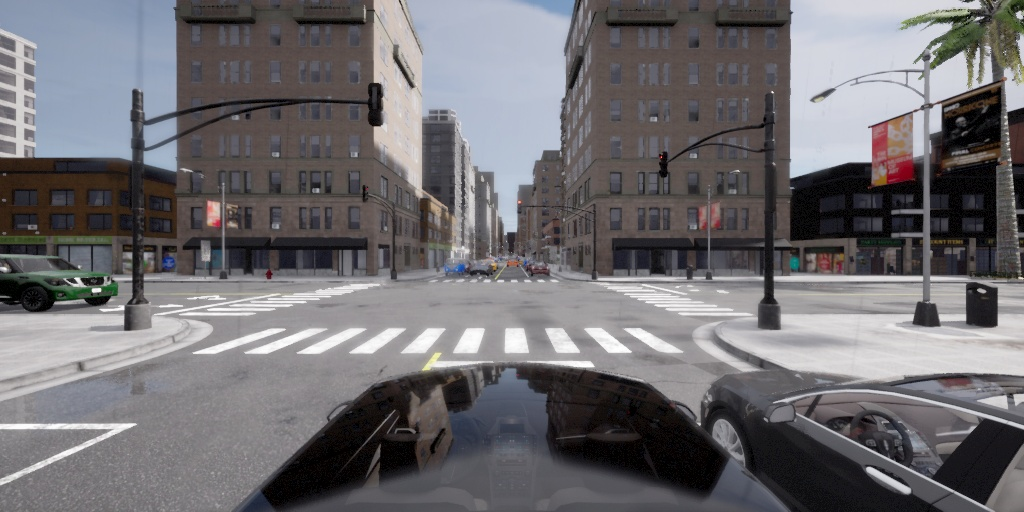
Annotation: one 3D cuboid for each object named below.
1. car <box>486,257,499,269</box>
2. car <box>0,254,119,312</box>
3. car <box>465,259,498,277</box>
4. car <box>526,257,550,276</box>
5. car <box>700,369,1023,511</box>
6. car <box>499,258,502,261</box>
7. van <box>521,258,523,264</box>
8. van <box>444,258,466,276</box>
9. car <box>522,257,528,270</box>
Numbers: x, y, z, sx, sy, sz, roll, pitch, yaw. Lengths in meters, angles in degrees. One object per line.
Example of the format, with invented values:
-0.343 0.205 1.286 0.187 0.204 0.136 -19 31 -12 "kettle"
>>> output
-3.001 1.231 46.323 1.882 1.535 5.008 0 0 0 "car"
-18.522 0.949 13.578 5.566 2.045 2.150 0 0 0 "car"
-2.997 1.299 36.621 2.033 1.411 5.357 0 0 4 "car"
2.743 1.192 36.413 1.967 1.591 4.097 0 0 0 "car"
2.668 1.300 1.763 2.007 1.370 4.403 0 0 0 "car"
-2.969 1.354 56.241 1.895 1.301 4.718 0 0 0 "car"
2.798 1.094 59.090 1.690 1.789 3.998 0 0 0 "van"
-5.783 1.093 36.431 1.690 1.789 3.998 0 0 0 "van"
2.771 1.193 47.751 1.967 1.591 4.097 0 0 0 "car"
